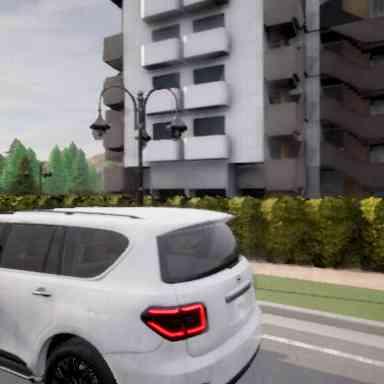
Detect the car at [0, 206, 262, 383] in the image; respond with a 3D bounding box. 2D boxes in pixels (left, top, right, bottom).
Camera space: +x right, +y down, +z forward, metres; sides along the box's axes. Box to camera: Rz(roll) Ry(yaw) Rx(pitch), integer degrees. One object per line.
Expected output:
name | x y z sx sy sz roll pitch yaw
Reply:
car | -1.849 1.228 4.630 5.566 2.045 2.150 0 0 30
